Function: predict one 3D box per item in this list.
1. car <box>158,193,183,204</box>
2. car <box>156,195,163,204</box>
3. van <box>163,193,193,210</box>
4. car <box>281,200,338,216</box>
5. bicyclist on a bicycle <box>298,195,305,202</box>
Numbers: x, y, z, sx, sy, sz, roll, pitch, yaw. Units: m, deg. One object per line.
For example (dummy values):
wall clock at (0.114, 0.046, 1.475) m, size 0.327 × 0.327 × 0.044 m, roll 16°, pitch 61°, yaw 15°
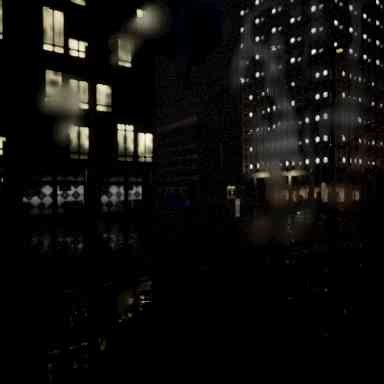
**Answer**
car at (-3.838, 1.052, 58.723) m, size 2.192 × 1.841 × 5.009 m, roll 0°, pitch 0°, yaw -34°
car at (-5.877, 1.265, 57.005) m, size 1.837 × 1.490 × 4.892 m, roll -1°, pitch 1°, yaw -33°
van at (-1.437, 1.222, 40.267) m, size 1.690 × 1.788 × 3.998 m, roll 0°, pitch 0°, yaw -34°
car at (11.220, 1.449, 32.021) m, size 2.033 × 1.411 × 5.357 m, roll -1°, pitch 1°, yaw -35°
bicyclist on a bicycle at (12.954, 1.136, 39.222) m, size 1.656 × 1.620 × 0.582 m, roll -1°, pitch 1°, yaw -34°
